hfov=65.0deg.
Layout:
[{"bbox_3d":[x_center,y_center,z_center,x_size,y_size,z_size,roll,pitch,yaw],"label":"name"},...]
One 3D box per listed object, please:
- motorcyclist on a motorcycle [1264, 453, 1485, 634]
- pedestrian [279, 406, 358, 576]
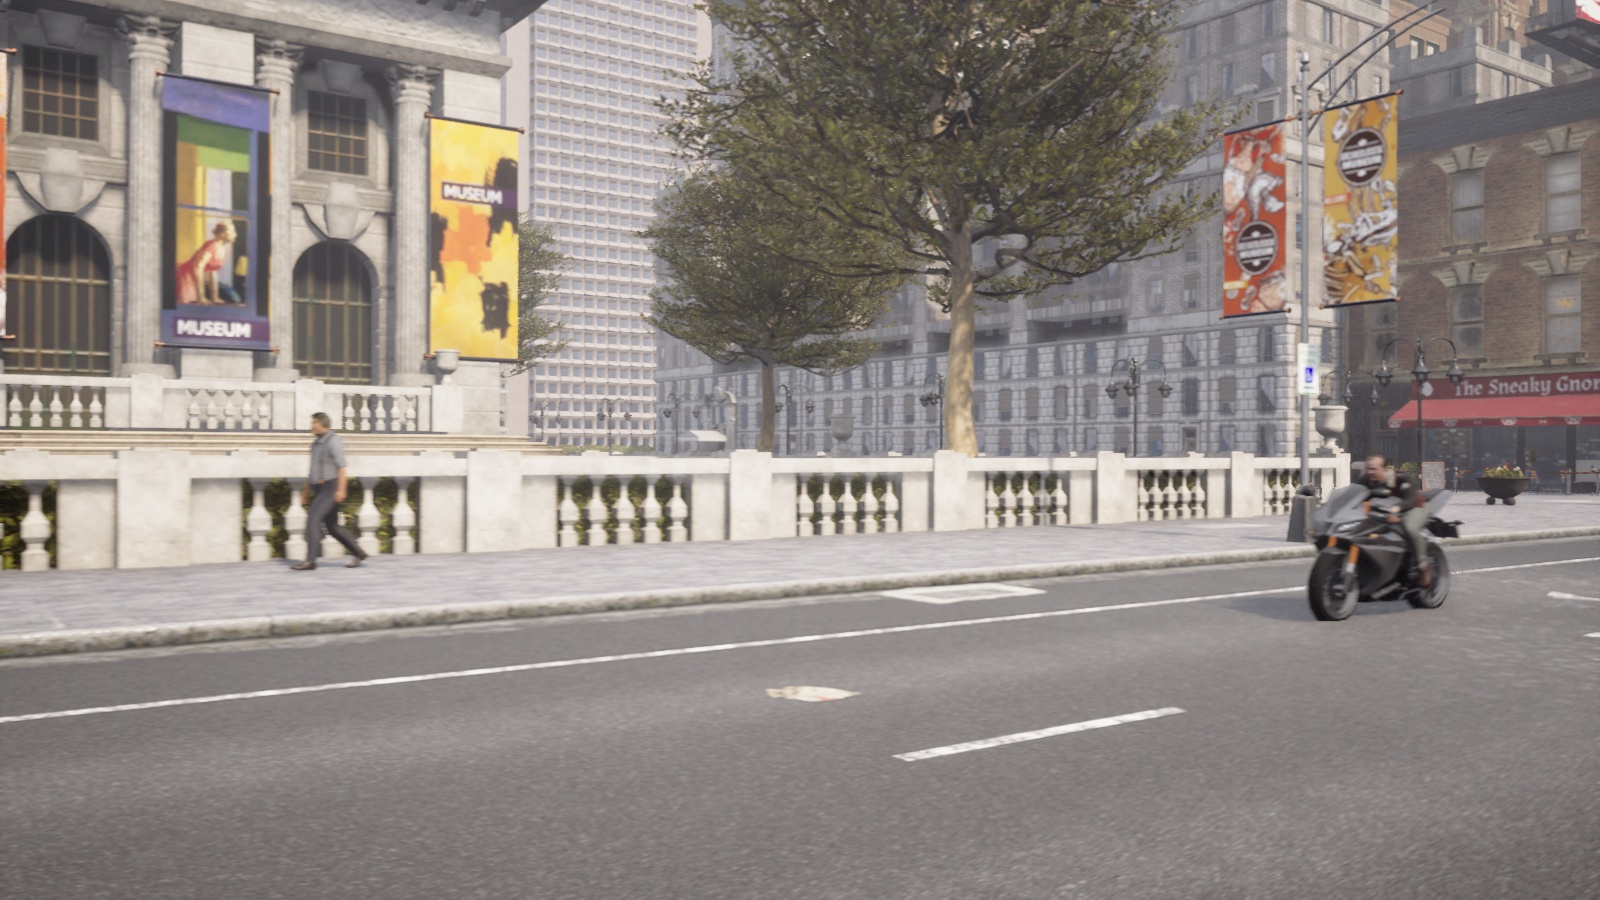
[{"bbox_3d":[5.348,0.797,11.643,2.191,1.530,0.866,0,0,-35],"label":"motorcyclist on a motorcycle"},{"bbox_3d":[-5.414,0.448,14.115,0.694,1.848,0.540,0,0,-40],"label":"pedestrian"}]
